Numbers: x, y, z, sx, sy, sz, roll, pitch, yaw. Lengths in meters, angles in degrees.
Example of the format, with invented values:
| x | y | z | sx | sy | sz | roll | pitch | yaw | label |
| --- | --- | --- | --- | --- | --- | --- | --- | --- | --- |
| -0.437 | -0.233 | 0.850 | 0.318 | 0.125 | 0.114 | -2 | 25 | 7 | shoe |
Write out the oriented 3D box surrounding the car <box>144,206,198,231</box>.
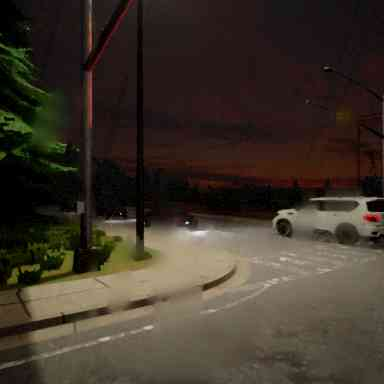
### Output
| x | y | z | sx | sy | sz | roll | pitch | yaw | label |
| --- | --- | --- | --- | --- | --- | --- | --- | --- | --- |
| -1.405 | 1.591 | 20.710 | 1.994 | 1.385 | 4.181 | 0 | 0 | -34 | car |

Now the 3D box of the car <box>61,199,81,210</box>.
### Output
| x | y | z | sx | sy | sz | roll | pitch | yaw | label |
| --- | --- | --- | --- | --- | --- | --- | --- | --- | --- |
| -13.972 | 1.504 | 39.166 | 1.882 | 1.535 | 5.008 | 0 | 0 | -34 | car |

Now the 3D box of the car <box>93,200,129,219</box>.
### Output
| x | y | z | sx | sy | sz | roll | pitch | yaw | label |
| --- | --- | --- | --- | --- | --- | --- | --- | --- | --- |
| -7.193 | 1.532 | 29.200 | 1.837 | 1.490 | 4.892 | 0 | 0 | -34 | car |

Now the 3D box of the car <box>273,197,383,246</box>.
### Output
| x | y | z | sx | sy | sz | roll | pitch | yaw | label |
| --- | --- | --- | --- | --- | --- | --- | --- | --- | --- |
| 6.460 | 1.244 | 15.748 | 2.150 | 2.045 | 5.566 | 0 | 0 | -34 | car |
